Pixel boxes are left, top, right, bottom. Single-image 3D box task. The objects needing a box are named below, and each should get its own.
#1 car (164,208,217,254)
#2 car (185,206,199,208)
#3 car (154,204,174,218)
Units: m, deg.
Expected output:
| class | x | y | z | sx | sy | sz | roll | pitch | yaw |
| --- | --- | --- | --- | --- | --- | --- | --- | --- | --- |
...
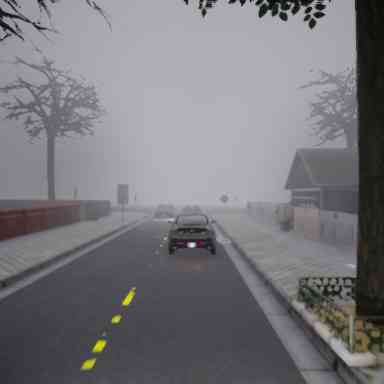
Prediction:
| class | x | y | z | sx | sy | sz | roll | pitch | yaw |
| --- | --- | --- | --- | --- | --- | --- | --- | --- | --- |
| car | 0.008 | 1.653 | 14.294 | 1.837 | 1.490 | 4.892 | 0 | 0 | 0 |
| car | 0.013 | 1.883 | 29.294 | 1.994 | 1.385 | 4.181 | 0 | -1 | 0 |
| car | -2.741 | 1.929 | 34.740 | 2.033 | 1.411 | 5.357 | 0 | -1 | 0 |
